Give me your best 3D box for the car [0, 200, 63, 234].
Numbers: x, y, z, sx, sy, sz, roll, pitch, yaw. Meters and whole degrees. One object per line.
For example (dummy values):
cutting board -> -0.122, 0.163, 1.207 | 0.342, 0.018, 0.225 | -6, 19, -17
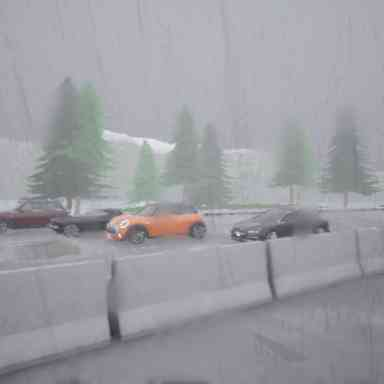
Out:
car -> -9.217, 1.282, 18.710 | 4.553, 1.767, 2.097 | 0, 0, -34

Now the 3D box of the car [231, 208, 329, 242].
car -> 3.958, 1.480, 14.674 | 4.892, 1.490, 1.837 | 0, 0, -31

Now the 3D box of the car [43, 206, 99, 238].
car -> -4.944, 1.546, 17.393 | 4.718, 1.301, 1.895 | 0, 0, -33

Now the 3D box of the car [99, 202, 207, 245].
car -> -1.610, 1.311, 15.343 | 4.553, 1.767, 2.097 | 0, 0, -32
